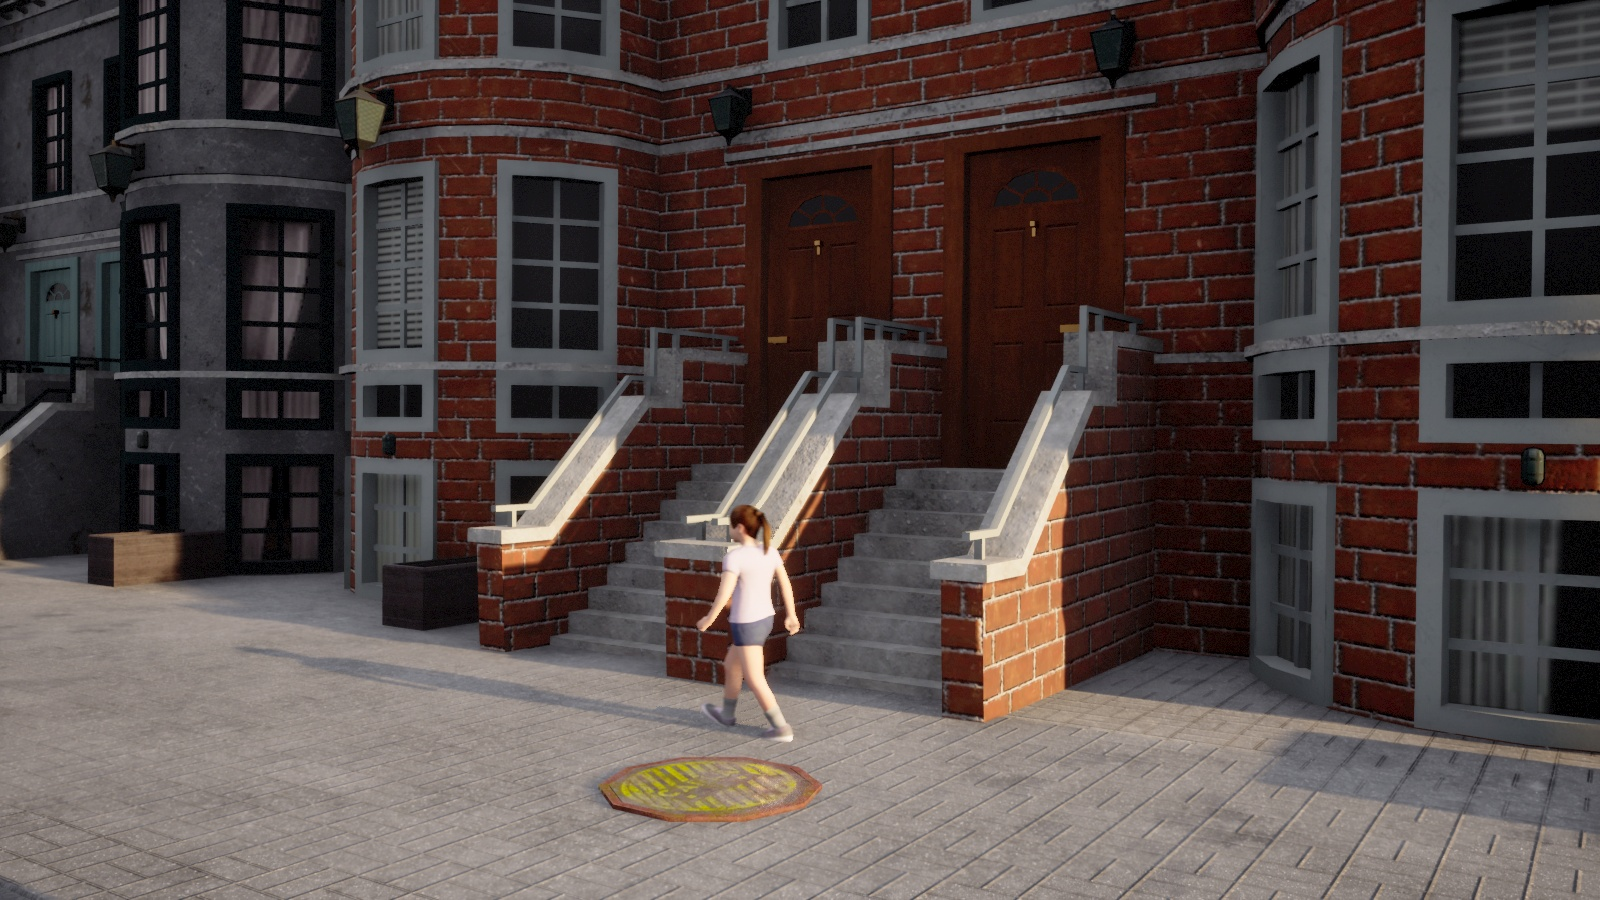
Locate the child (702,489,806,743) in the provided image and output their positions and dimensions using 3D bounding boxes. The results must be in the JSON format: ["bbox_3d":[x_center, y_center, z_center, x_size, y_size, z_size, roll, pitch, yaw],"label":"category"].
[{"bbox_3d":[-0.212,0.744,5.778,0.394,1.110,0.255,0,1,33],"label":"child"}]
